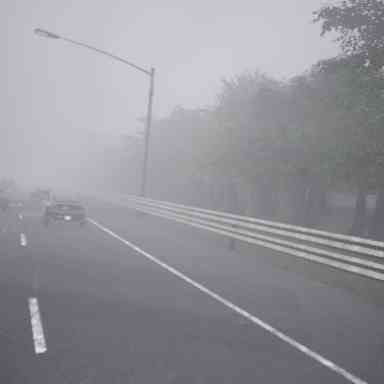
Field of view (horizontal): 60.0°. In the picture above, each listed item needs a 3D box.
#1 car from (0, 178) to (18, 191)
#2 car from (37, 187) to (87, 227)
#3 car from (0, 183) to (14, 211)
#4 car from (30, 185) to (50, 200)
[{"bbox_3d":[-24.501,-1.111,44.463,2.097,1.767,4.553,5,1,-26],"label":"car"},{"bbox_3d":[-6.560,0.797,16.842,1.837,1.490,4.892,5,0,-27],"label":"car"},{"bbox_3d":[-12.575,0.316,20.907,1.994,1.385,4.181,5,1,-28],"label":"car"},{"bbox_3d":[-14.439,0.020,32.076,1.812,1.442,4.674,5,1,-27],"label":"car"}]
